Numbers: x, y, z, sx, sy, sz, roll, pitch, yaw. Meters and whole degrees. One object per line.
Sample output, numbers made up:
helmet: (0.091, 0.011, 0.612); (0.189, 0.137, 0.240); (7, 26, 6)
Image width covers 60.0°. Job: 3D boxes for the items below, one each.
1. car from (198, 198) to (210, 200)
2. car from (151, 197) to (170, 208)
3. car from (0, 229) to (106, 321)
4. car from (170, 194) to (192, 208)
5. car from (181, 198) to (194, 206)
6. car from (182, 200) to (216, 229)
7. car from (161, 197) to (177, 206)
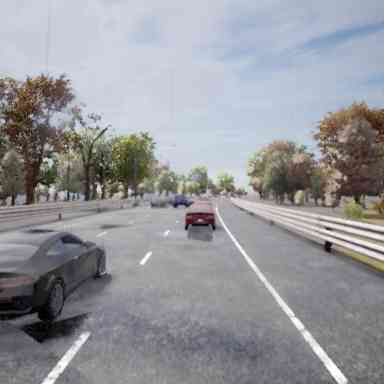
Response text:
car: (1.547, 1.489, 42.810); (2.097, 1.767, 4.553); (0, 0, 3)
car: (-5.045, 1.655, 51.016); (2.128, 1.511, 4.902); (0, 0, 4)
car: (-3.290, 1.543, 7.237); (1.812, 1.442, 4.674); (0, 0, 1)
car: (-1.579, 1.385, 50.412); (2.150, 2.045, 5.566); (0, 0, 4)
car: (-0.754, 1.806, 61.115); (1.895, 1.301, 4.718); (0, 0, 5)
car: (0.569, 1.544, 22.187); (1.882, 1.535, 5.008); (0, 0, 2)
car: (-4.246, 1.695, 61.372); (2.128, 1.511, 4.902); (0, 0, 5)
